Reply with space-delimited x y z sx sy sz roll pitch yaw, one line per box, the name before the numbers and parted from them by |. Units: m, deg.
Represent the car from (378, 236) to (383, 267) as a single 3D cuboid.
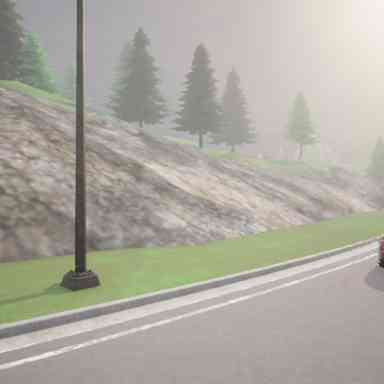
car | 7.277 1.525 10.257 4.674 1.442 1.812 0 0 -44
